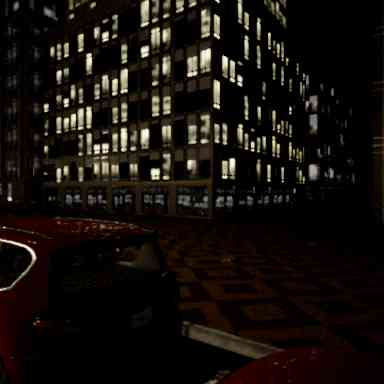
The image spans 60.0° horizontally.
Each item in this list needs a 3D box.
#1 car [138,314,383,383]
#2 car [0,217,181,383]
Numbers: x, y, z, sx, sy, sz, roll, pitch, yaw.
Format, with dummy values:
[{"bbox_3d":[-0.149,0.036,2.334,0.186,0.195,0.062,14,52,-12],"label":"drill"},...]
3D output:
[{"bbox_3d":[2.079,1.551,1.396,4.507,1.381,1.887,0,0,35],"label":"car"},{"bbox_3d":[-2.429,1.286,4.613,5.009,1.841,2.192,0,0,35],"label":"car"}]
